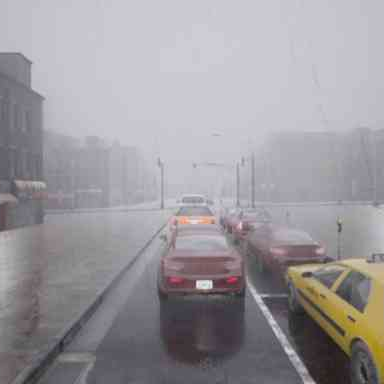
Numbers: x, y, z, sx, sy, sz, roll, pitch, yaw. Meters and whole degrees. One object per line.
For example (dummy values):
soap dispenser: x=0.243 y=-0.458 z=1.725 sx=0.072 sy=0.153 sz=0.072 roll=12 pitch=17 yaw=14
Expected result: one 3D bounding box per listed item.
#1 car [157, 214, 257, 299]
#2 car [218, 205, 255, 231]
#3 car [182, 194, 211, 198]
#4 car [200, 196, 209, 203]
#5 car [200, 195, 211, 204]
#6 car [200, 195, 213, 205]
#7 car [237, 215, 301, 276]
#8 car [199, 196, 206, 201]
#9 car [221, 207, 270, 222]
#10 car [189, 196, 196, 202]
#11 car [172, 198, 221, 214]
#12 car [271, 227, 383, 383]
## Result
car: x=0.148 y=1.524 z=8.366 sx=1.812 sy=1.442 sz=4.674 roll=0 pitch=0 yaw=-2
car: x=2.678 y=1.587 z=21.013 sx=1.802 sy=1.307 sz=4.206 roll=0 pitch=0 yaw=0
car: x=0.089 y=1.233 z=26.055 sx=2.150 sy=2.045 sz=5.566 roll=0 pitch=0 yaw=1
car: x=2.790 y=1.620 z=74.563 sx=1.967 sy=1.590 sz=4.097 roll=-1 pitch=0 yaw=0
car: x=2.777 y=1.469 z=69.162 sx=2.192 sy=1.841 sz=5.009 roll=-1 pitch=0 yaw=0
car: x=2.765 y=1.445 z=63.759 sx=2.192 sy=1.841 sz=5.009 roll=-1 pitch=0 yaw=0
car: x=2.655 y=1.580 z=10.080 sx=1.802 sy=1.307 sz=4.206 roll=0 pitch=0 yaw=0
car: x=2.825 y=1.792 z=90.939 sx=1.752 sy=1.417 sz=4.829 roll=-1 pitch=0 yaw=0
car: x=2.666 y=1.440 z=15.546 sx=1.967 sy=1.590 sz=4.097 roll=0 pitch=0 yaw=0
car: x=0.180 y=1.717 z=83.418 sx=1.837 sy=1.490 sz=4.892 roll=0 pitch=0 yaw=0
car: x=0.120 y=1.353 z=15.959 sx=2.097 sy=1.767 sz=4.553 roll=0 pitch=0 yaw=0
car: x=2.644 y=1.524 z=4.783 sx=1.752 sy=1.417 sz=4.829 roll=0 pitch=0 yaw=0
